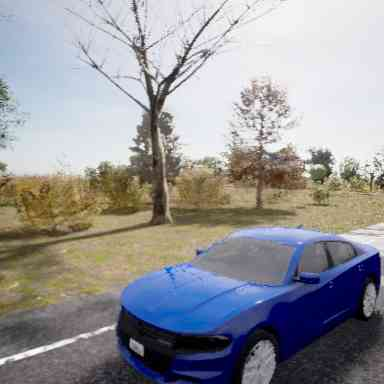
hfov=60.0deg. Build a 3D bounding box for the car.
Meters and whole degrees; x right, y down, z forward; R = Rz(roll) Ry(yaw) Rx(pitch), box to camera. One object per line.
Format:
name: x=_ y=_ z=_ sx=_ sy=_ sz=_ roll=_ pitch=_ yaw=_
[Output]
car: x=1.251 y=1.330 z=5.166 sx=5.008 sy=1.535 sz=1.882 roll=0 pitch=3 yaw=-43
